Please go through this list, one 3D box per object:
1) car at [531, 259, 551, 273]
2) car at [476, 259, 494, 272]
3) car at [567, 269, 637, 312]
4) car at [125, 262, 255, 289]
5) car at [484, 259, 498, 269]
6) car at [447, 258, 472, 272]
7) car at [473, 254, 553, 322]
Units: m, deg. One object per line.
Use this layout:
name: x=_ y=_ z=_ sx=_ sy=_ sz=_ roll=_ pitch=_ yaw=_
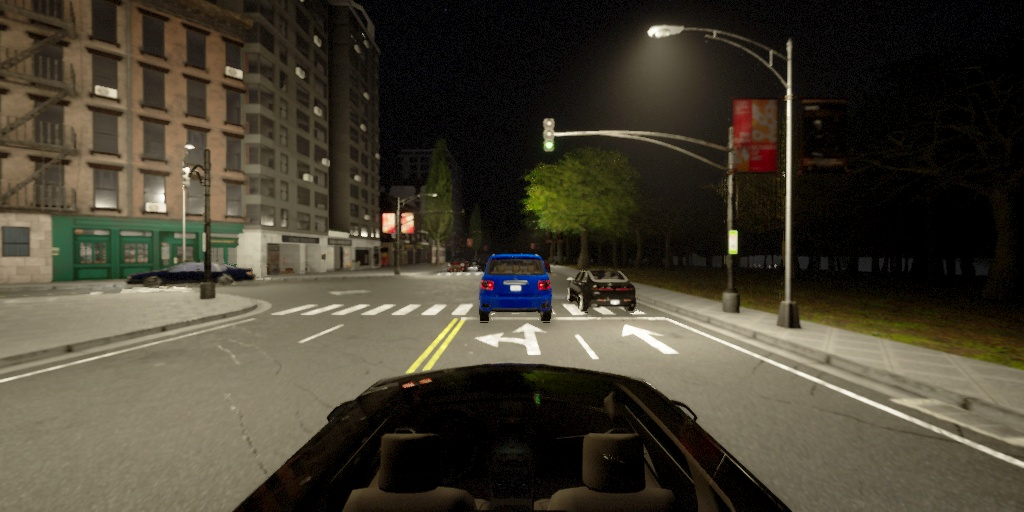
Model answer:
car: x=3.348 y=1.165 z=42.232 sx=1.882 sy=1.535 sz=5.008 roll=0 pitch=0 yaw=0
car: x=-3.335 y=1.186 z=45.387 sx=1.837 sy=1.490 sz=4.892 roll=0 pitch=1 yaw=0
car: x=3.348 y=1.238 z=14.053 sx=1.837 sy=1.490 sz=4.892 roll=0 pitch=0 yaw=0
car: x=-17.792 y=1.016 z=20.235 sx=5.357 sy=1.411 sz=2.033 roll=1 pitch=0 yaw=-34
car: x=-3.319 y=1.235 z=57.253 sx=1.994 sy=1.385 sz=4.181 roll=0 pitch=0 yaw=0
car: x=-6.588 y=1.038 z=43.933 sx=2.097 sy=1.767 sz=4.553 roll=0 pitch=0 yaw=0
car: x=0.101 y=0.956 z=12.333 sx=2.150 sy=2.045 sz=5.566 roll=0 pitch=0 yaw=0
